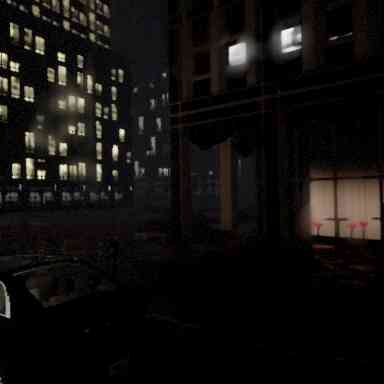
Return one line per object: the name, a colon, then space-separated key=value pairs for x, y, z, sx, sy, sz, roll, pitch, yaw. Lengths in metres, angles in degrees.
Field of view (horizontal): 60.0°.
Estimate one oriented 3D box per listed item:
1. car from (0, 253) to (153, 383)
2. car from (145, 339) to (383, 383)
car: x=-2.528 y=1.554 z=4.674 sx=4.403 sy=1.369 sz=2.008 roll=0 pitch=-1 yaw=35
car: x=2.126 y=1.544 z=1.387 sx=4.403 sy=1.369 sz=2.008 roll=0 pitch=-1 yaw=35
